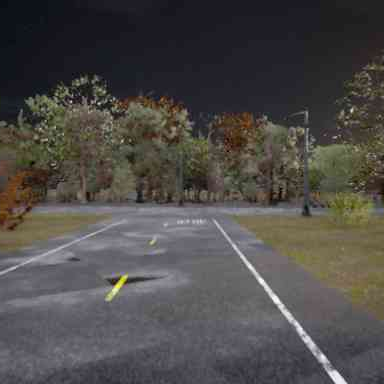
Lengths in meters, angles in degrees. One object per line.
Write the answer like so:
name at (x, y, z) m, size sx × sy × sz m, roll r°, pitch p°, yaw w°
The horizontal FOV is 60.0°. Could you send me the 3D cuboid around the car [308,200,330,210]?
car at (18.077, 1.684, 44.317) m, size 4.718 × 1.301 × 1.895 m, roll 0°, pitch 0°, yaw 0°
